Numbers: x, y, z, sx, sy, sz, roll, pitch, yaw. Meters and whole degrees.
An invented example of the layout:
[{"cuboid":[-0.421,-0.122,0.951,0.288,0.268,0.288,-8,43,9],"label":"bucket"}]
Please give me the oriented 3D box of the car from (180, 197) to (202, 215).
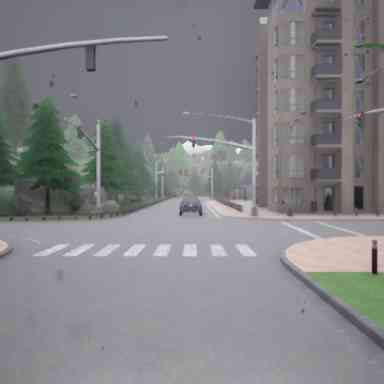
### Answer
[{"cuboid":[-0.097,1.229,32.591,2.097,1.767,4.553,0,0,0],"label":"car"}]
